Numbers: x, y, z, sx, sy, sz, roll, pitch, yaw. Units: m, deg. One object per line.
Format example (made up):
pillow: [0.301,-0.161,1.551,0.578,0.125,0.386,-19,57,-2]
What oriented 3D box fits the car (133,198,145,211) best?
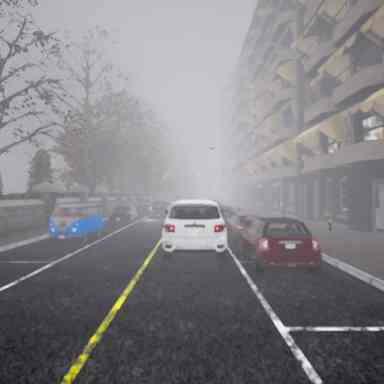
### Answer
car: [-5.696,1.595,39.160,2.192,1.841,5.009,0,0,0]

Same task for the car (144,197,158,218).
car: [-3.104,1.586,32.955,2.097,1.767,4.553,0,0,0]

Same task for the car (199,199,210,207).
car: [2.342,2.004,64.072,1.812,1.442,4.674,0,0,0]

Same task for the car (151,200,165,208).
car: [-5.699,1.995,56.049,1.802,1.307,4.206,0,0,0]

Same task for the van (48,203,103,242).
van: [-5.693,1.458,16.640,1.690,1.788,3.998,0,0,0]

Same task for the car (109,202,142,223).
car: [-5.695,1.763,27.899,1.947,1.339,4.313,0,0,0]

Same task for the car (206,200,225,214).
car: [2.684,1.720,39.161,1.967,1.590,4.097,0,0,0]

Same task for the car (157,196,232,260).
car: [0.086,1.313,12.932,2.150,2.045,5.566,0,0,0]

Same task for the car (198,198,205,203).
car: [2.675,2.291,95.462,1.887,1.381,4.507,0,-1,0]

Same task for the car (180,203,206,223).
car: [0.089,1.754,29.269,2.033,1.411,5.357,0,0,0]

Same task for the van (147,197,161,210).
van: [-5.698,1.709,50.420,1.690,1.788,3.998,0,0,0]

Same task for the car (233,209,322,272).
car: [2.688,1.518,11.010,1.967,1.590,4.097,0,0,0]

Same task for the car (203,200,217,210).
car: [2.682,1.894,50.591,1.752,1.417,4.829,0,0,0]
